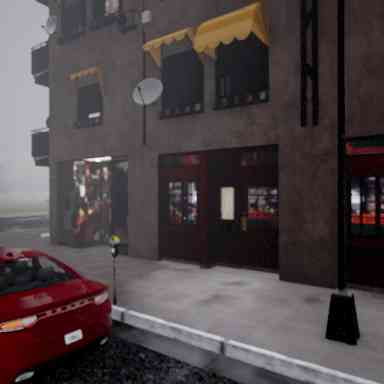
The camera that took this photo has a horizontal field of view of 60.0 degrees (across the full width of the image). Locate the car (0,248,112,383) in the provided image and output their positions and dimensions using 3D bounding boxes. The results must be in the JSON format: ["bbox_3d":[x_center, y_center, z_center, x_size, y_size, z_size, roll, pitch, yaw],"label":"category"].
[{"bbox_3d":[-3.188,1.548,5.164,4.507,1.381,1.887,0,0,36],"label":"car"}]
